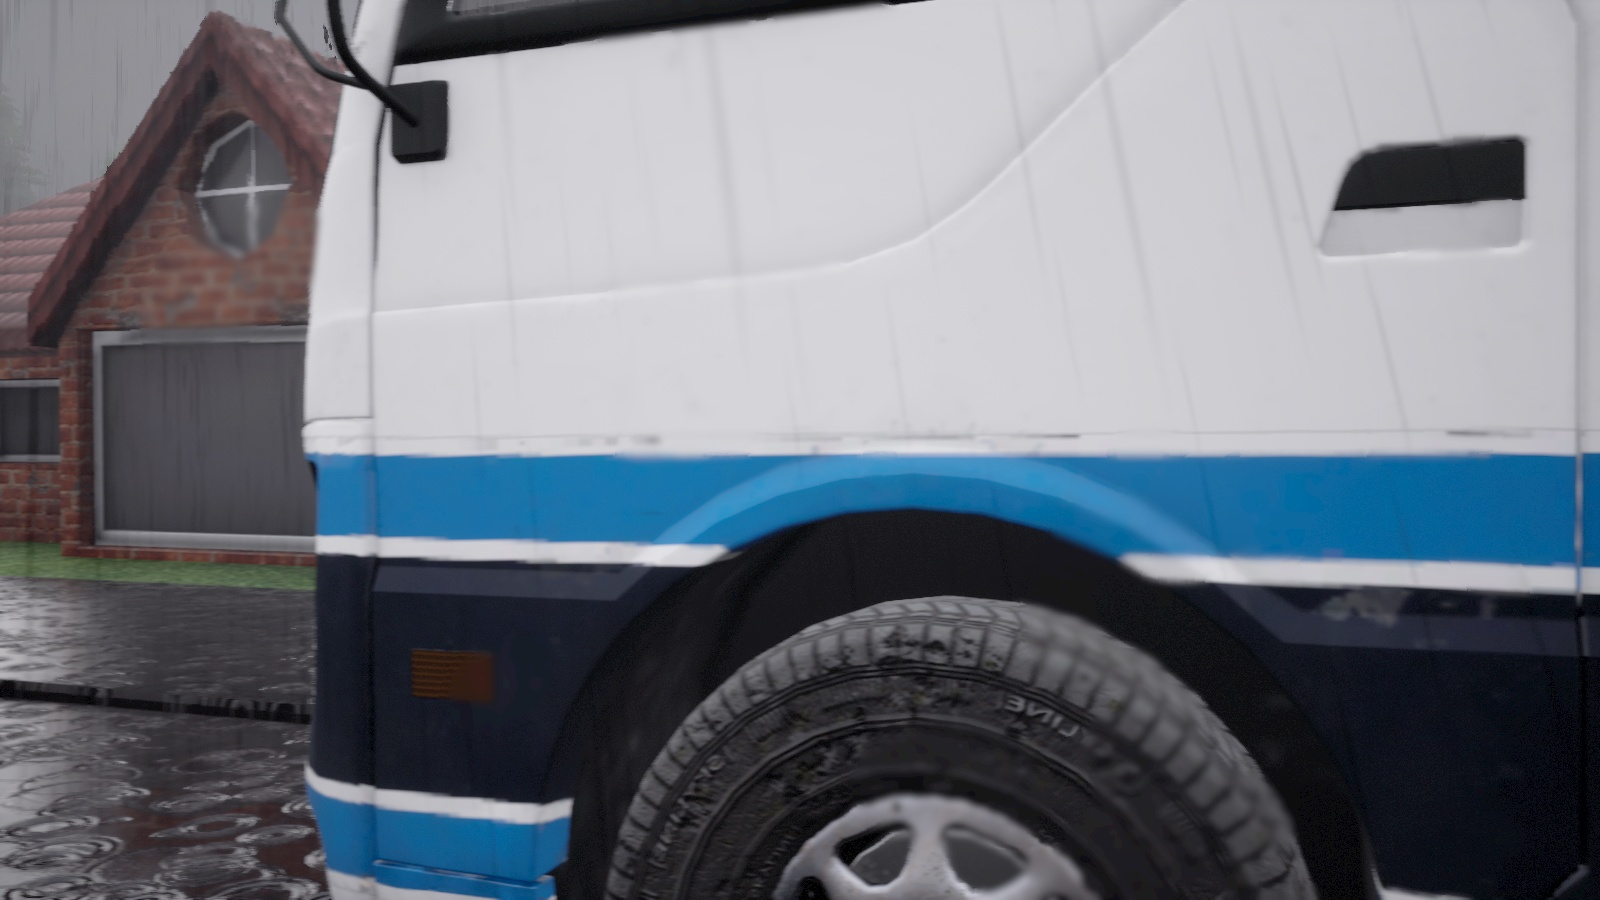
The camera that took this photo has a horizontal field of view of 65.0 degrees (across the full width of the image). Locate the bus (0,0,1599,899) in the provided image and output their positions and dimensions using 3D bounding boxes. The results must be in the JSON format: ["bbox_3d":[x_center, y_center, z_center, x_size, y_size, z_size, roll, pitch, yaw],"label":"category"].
[{"bbox_3d":[3.437,-0.576,2.551,10.273,4.253,3.944,0,1,19],"label":"bus"}]
